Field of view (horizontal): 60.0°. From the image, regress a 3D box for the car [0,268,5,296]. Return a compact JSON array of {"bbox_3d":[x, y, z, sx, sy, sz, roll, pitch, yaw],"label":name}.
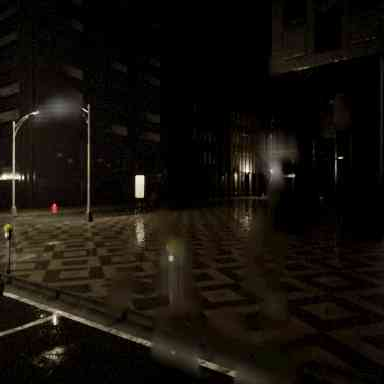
[{"bbox_3d":[-5.813,1.526,7.032,4.829,1.417,1.752,0,0,35],"label":"car"}]
